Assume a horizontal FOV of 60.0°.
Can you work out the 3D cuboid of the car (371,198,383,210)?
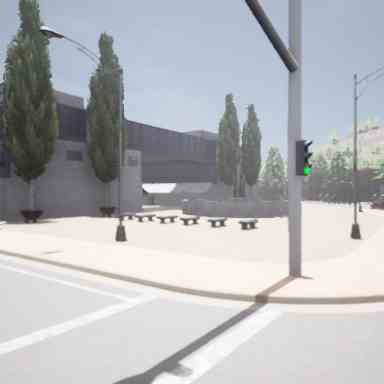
[{"bbox_3d":[23.943,1.528,40.915,1.812,1.442,4.674,0,0,-2],"label":"car"}]

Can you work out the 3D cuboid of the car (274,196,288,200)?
[{"bbox_3d":[17.543,1.497,62.335,1.882,1.535,5.008,0,0,-32],"label":"car"}]
